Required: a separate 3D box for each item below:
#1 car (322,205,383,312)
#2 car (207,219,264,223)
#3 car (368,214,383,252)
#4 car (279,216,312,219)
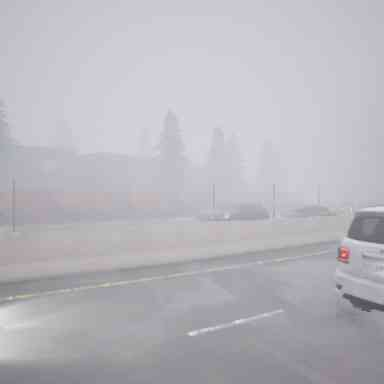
[{"bbox_3d":[5.169,1.269,6.561,5.566,2.045,2.150,0,0,-33],"label":"car"},{"bbox_3d":[3.184,1.482,22.661,4.553,1.767,2.097,0,0,-39],"label":"car"},{"bbox_3d":[9.420,1.661,13.991,4.181,1.385,1.994,0,0,-38],"label":"car"},{"bbox_3d":[7.553,1.639,21.676,4.892,1.490,1.837,0,0,-40],"label":"car"}]
